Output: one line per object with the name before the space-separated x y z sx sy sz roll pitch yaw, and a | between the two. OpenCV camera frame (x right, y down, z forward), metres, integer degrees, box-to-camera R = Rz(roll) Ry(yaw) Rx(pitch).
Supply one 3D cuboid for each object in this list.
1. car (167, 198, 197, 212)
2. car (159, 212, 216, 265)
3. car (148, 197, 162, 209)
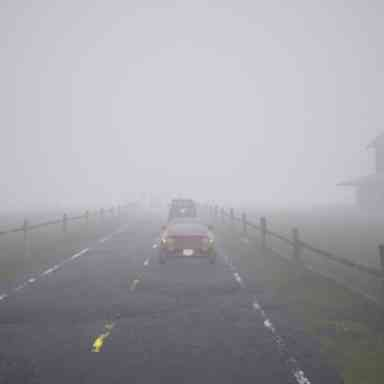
car | -0.771 1.508 26.163 2.150 2.045 5.566 0 0 -3
car | -0.170 1.658 12.154 1.812 1.442 4.674 0 -1 -1
car | -6.513 1.898 58.662 2.150 2.045 5.566 0 -1 -6
